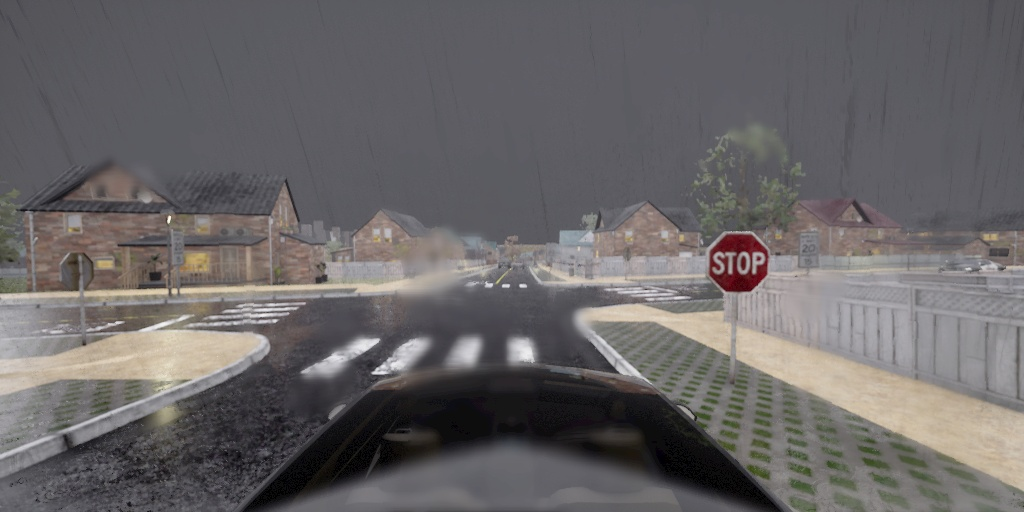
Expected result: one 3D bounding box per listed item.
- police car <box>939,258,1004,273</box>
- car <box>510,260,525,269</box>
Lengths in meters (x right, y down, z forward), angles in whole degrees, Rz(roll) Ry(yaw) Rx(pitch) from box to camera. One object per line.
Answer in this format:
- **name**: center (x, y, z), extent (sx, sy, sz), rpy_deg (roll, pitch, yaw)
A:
- **police car**: center (37.322, 0.948, 29.234), extent (4.974, 1.542, 2.038), rpy_deg (0, 2, -17)
- **car**: center (1.228, 1.547, 62.594), extent (2.128, 1.511, 4.902), rpy_deg (0, -1, 2)
